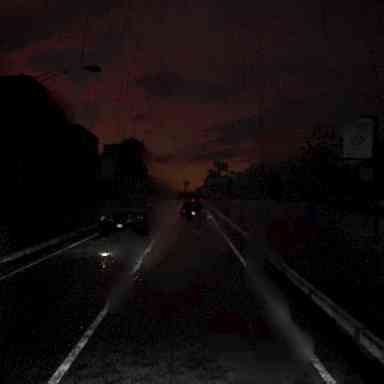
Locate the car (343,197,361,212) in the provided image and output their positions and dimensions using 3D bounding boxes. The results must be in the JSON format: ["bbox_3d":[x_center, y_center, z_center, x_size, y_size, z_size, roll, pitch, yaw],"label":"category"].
[{"bbox_3d":[18.714,1.308,33.965,5.008,1.535,2.097,0,0,0],"label":"car"}]

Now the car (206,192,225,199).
[{"bbox_3d":[6.106,1.208,89.364,5.366,1.575,1.946,0,-1,0],"label":"car"}]

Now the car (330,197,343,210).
[{"bbox_3d":[18.706,1.295,37.238,4.892,1.521,2.231,0,0,0],"label":"car"}]

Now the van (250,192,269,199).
[{"bbox_3d":[18.447,0.981,88.816,4.442,1.987,1.878,0,-1,0],"label":"van"}]

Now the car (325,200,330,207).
[{"bbox_3d":[18.711,1.319,40.514,4.674,1.452,2.002,0,0,0],"label":"car"}]

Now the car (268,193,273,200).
[{"bbox_3d":[18.697,1.197,68.020,4.674,1.452,2.002,0,0,0],"label":"car"}]

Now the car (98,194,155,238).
[{"bbox_3d":[-3.247,1.145,17.675,2.150,2.045,5.566,0,0,0],"label":"car"}]

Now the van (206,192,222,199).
[{"bbox_3d":[6.360,1.074,95.324,4.442,1.987,1.878,0,-1,0],"label":"van"}]

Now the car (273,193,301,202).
[{"bbox_3d":[18.767,1.044,64.849,4.553,1.767,2.185,0,0,0],"label":"car"}]

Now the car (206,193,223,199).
[{"bbox_3d":[6.299,1.123,92.285,4.553,1.767,2.185,0,-1,0],"label":"car"}]

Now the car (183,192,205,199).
[{"bbox_3d":[0.113,1.050,40.953,2.150,2.045,5.566,0,1,0],"label":"car"}]

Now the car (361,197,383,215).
[{"bbox_3d":[18.703,1.363,30.816,4.674,1.452,2.002,0,0,0],"label":"car"}]

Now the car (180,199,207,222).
[{"bbox_3d":[0.104,1.456,25.316,1.994,1.385,4.181,0,0,0],"label":"car"}]

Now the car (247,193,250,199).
[{"bbox_3d":[18.727,1.240,91.609,5.366,1.575,1.946,0,-1,0],"label":"car"}]
